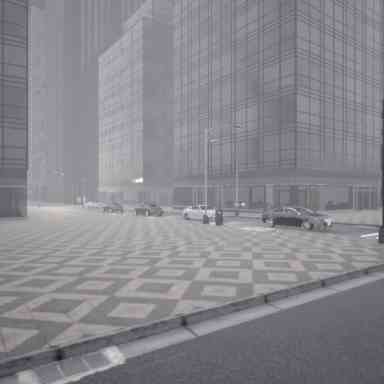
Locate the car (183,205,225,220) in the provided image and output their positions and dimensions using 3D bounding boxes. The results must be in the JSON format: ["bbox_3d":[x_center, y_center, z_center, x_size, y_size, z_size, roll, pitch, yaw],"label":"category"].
[{"bbox_3d":[0.951,1.870,29.957,1.812,1.442,4.674,0,-1,-36],"label":"car"}]

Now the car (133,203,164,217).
[{"bbox_3d":[-5.088,2.007,38.293,1.837,1.490,4.892,0,-1,-36],"label":"car"}]

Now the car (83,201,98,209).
[{"bbox_3d":[-19.159,2.476,63.118,1.812,1.442,4.674,0,-1,-36],"label":"car"}]

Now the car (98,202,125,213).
[{"bbox_3d":[-11.156,2.169,46.732,1.837,1.490,4.892,0,-1,-35],"label":"car"}]

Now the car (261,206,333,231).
[{"bbox_3d":[6.784,1.683,21.902,2.128,1.511,4.902,0,-1,-35],"label":"car"}]
